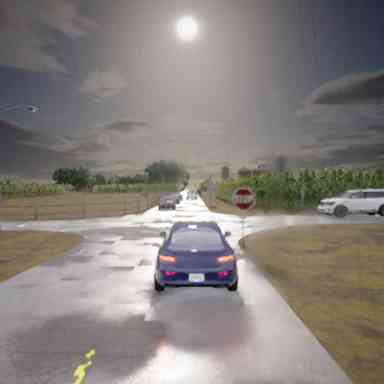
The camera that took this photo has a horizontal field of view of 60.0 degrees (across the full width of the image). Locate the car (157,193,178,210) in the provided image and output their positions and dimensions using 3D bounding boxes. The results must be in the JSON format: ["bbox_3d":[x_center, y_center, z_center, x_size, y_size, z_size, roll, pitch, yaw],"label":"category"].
[{"bbox_3d":[-2.786,1.209,37.562,1.837,1.490,4.892,0,1,-2],"label":"car"}]

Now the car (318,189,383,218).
[{"bbox_3d":[12.461,0.815,25.057,5.566,2.045,2.150,-1,0,0],"label":"car"}]

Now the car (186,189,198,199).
[{"bbox_3d":[0.009,0.483,69.449,2.150,2.045,5.566,0,1,0],"label":"car"}]

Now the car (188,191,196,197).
[{"bbox_3d":[0.011,0.442,79.840,1.812,1.442,4.674,0,1,0],"label":"car"}]

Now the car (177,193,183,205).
[{"bbox_3d":[-2.829,1.032,49.755,1.882,1.535,5.008,0,1,0],"label":"car"}]

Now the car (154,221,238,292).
[{"bbox_3d":[0.093,1.484,8.724,1.812,1.442,4.674,0,0,0],"label":"car"}]

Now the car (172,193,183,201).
[{"bbox_3d":[-2.757,0.934,65.186,1.895,1.301,4.718,0,1,0],"label":"car"}]
